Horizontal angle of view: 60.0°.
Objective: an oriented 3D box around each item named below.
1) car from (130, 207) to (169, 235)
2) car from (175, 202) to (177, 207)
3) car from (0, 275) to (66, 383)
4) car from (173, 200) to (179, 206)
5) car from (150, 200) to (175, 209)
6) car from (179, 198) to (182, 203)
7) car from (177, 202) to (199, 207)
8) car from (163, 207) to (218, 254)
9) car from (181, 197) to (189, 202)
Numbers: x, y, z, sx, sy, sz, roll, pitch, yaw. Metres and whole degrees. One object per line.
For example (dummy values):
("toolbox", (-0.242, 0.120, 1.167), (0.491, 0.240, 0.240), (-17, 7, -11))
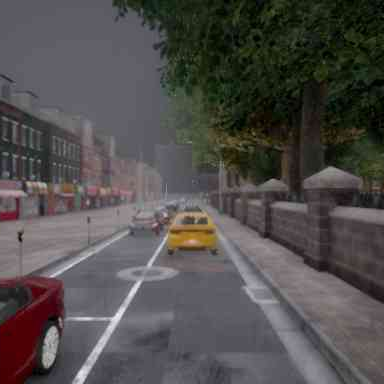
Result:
("car", (-2.625, 1.779, 19.969), (1.802, 1.307, 4.206), (0, -1, 0))
("car", (-2.617, 1.891, 31.320), (1.802, 1.307, 4.206), (0, -1, 0))
("car", (-2.637, 1.575, 2.944), (1.887, 1.381, 4.507), (0, -1, 0))
("car", (-2.992, 1.973, 45.369), (1.812, 1.442, 4.674), (0, -1, 0))
("car", (-2.621, 1.693, 25.646), (1.967, 1.590, 4.097), (0, -1, 0))
("car", (-2.987, 2.043, 52.368), (1.812, 1.442, 4.674), (0, -1, 0))
("car", (0.036, 1.845, 28.440), (1.994, 1.385, 4.181), (0, 0, 1))
("car", (0.033, 1.618, 14.249), (1.882, 1.535, 5.008), (0, 0, 0))
("car", (-2.576, 2.452, 92.133), (1.752, 1.417, 4.829), (0, -1, 0))
